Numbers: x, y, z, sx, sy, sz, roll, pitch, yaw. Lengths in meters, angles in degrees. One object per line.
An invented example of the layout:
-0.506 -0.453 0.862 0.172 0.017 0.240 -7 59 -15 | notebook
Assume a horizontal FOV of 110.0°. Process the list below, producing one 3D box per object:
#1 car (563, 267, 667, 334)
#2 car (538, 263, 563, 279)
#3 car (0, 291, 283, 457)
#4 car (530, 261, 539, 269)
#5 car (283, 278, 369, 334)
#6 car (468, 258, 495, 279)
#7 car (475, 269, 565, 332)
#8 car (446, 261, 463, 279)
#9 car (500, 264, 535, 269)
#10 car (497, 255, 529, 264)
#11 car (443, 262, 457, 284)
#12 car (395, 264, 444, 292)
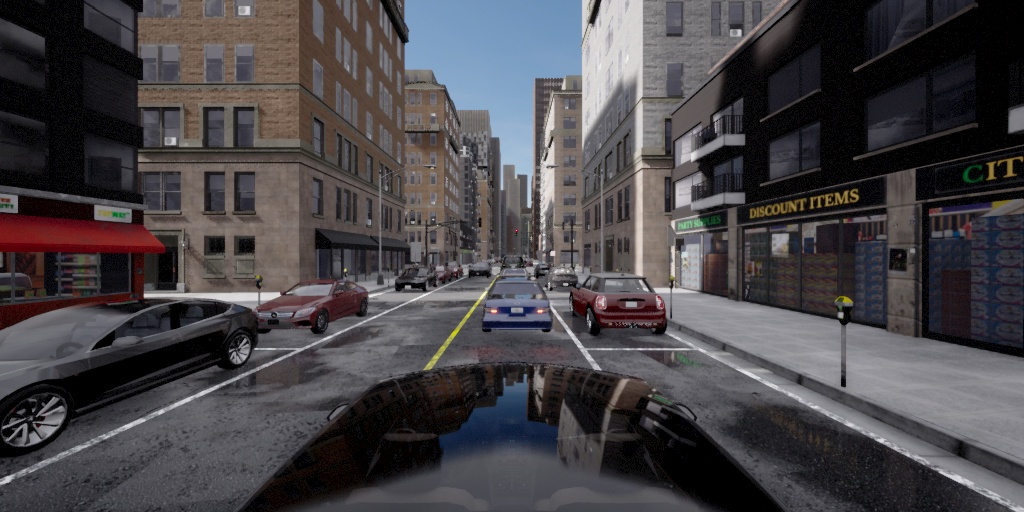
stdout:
2.877 1.189 10.564 1.967 1.591 4.097 0 0 0 | car
2.906 1.301 21.566 2.007 1.370 4.403 0 0 0 | car
-5.664 1.315 5.086 1.948 1.339 4.313 0 0 0 | car
2.936 1.319 32.569 1.948 1.339 4.313 0 0 0 | car
-5.648 1.332 10.587 1.802 1.307 4.207 0 0 0 | car
-2.919 1.246 33.343 1.882 1.535 5.008 0 0 0 | car
0.123 1.297 10.780 2.033 1.411 5.357 0 0 0 | car
-5.589 1.193 32.592 1.967 1.591 4.097 0 0 0 | car
0.149 1.352 21.285 1.895 1.301 4.718 0 0 0 | car
0.086 0.974 31.317 2.150 2.045 5.566 0 0 0 | car
-5.604 1.334 27.091 1.802 1.307 4.207 0 0 0 | car
-5.619 1.316 21.589 1.948 1.339 4.313 0 0 0 | car
